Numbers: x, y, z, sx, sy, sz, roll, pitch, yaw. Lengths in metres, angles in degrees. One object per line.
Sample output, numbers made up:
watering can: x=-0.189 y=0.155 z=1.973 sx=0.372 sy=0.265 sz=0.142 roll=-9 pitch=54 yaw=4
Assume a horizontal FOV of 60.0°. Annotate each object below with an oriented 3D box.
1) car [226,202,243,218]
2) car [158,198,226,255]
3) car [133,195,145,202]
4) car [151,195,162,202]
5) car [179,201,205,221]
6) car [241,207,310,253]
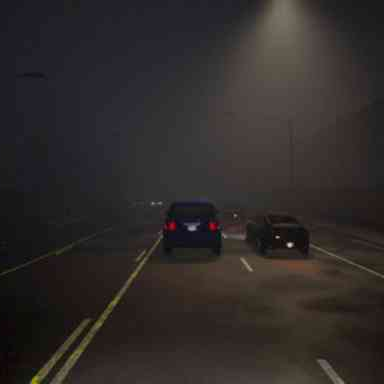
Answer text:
car: x=3.512 y=1.621 z=29.297 sx=1.837 sy=1.490 sz=4.892 roll=0 pitch=1 yaw=0
car: x=0.005 y=1.337 z=14.010 sx=2.150 sy=2.045 sz=5.566 roll=0 pitch=0 yaw=0
car: x=-10.487 y=1.217 z=66.115 sx=2.033 sy=1.411 sz=5.357 roll=0 pitch=1 yaw=0
car: x=-6.987 y=1.272 z=66.093 sx=1.895 sy=1.301 sz=4.718 roll=0 pitch=1 yaw=0
car: x=0.012 y=1.606 z=29.284 sx=2.128 sy=1.511 sz=4.902 roll=0 pitch=0 yaw=0
car: x=3.509 y=1.630 z=14.311 sx=1.837 sy=1.490 sz=4.892 roll=0 pitch=0 yaw=0
